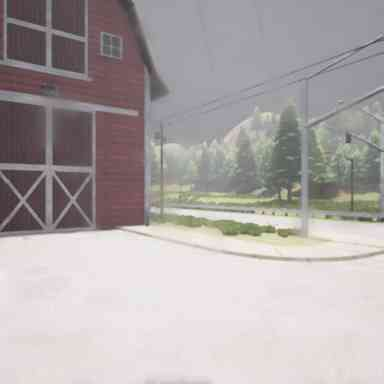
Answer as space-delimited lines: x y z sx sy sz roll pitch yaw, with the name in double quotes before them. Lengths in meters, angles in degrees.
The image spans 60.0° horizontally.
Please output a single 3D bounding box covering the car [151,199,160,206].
"car" -6.437 1.726 49.706 1.812 1.442 4.674 0 0 -34
